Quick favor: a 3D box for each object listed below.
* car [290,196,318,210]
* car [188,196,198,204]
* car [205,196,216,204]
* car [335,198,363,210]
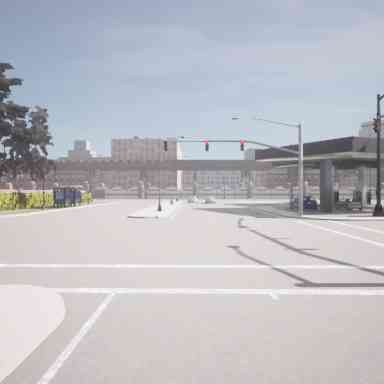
[{"bbox_3d":[13.244,1.295,39.635,2.242,1.667,4.611,0,0,0],"label":"car"},{"bbox_3d":[0.160,1.525,66.102,1.812,1.442,4.674,0,0,0],"label":"car"},{"bbox_3d":[3.554,1.525,64.319,1.812,1.442,4.674,0,0,0],"label":"car"},{"bbox_3d":[18.989,1.456,40.393,1.970,1.475,3.806,0,0,0],"label":"car"}]
